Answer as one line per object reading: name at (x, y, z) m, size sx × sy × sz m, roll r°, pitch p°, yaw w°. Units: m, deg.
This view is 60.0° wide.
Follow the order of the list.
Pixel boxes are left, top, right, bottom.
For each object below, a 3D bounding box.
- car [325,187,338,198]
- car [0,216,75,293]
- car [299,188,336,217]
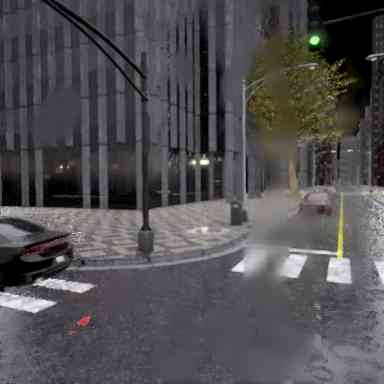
car at (18.939, 0.046, 45.698) m, size 1.812 × 1.442 × 4.674 m, roll 0°, pitch 2°, yaw 24°
car at (-5.264, 1.303, 7.748) m, size 5.008 × 1.535 × 1.882 m, roll 0°, pitch 3°, yaw 12°
car at (8.490, 0.750, 22.594) m, size 1.882 × 1.535 × 5.008 m, roll 0°, pitch 2°, yaw 24°
